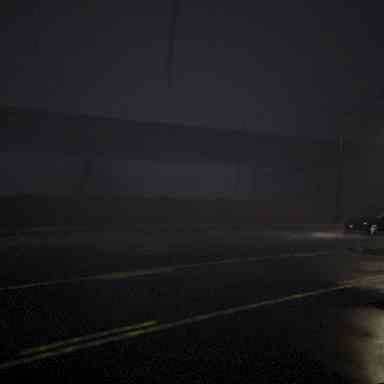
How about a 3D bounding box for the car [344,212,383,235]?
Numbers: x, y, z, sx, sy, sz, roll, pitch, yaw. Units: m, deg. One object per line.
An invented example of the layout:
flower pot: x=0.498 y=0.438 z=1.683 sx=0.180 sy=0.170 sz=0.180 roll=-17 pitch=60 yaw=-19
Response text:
car: x=12.676 y=2.102 z=22.723 sx=4.902 sy=1.511 sz=2.128 roll=3 pitch=-1 yaw=-23
